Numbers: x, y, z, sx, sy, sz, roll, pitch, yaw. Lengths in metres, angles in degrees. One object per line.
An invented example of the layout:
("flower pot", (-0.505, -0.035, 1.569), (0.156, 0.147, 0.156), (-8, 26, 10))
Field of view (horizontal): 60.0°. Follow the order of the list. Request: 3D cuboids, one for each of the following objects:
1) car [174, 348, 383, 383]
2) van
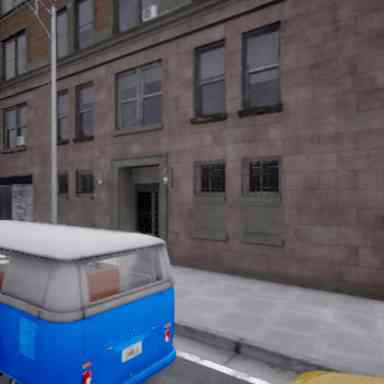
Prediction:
("car", (2.383, 1.530, 1.158), (4.829, 1.417, 1.752), (0, 0, 36))
("van", (-2.096, 1.328, 4.355), (3.998, 1.788, 1.690), (0, 0, 36))
